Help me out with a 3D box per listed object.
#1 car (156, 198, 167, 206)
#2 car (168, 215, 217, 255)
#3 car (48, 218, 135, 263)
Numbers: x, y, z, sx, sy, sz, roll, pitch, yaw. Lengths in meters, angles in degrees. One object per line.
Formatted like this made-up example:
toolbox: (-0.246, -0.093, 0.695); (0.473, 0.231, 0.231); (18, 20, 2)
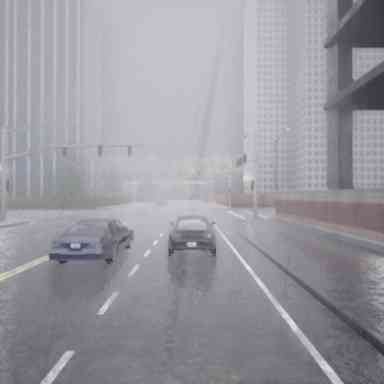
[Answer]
car: (-6.998, 2.209, 76.802); (2.097, 1.767, 4.553); (0, -1, 0)
car: (0.020, 1.681, 13.879); (1.812, 1.442, 4.674); (0, 0, 0)
car: (-3.493, 1.688, 12.496); (2.033, 1.411, 5.357); (0, -1, 0)
